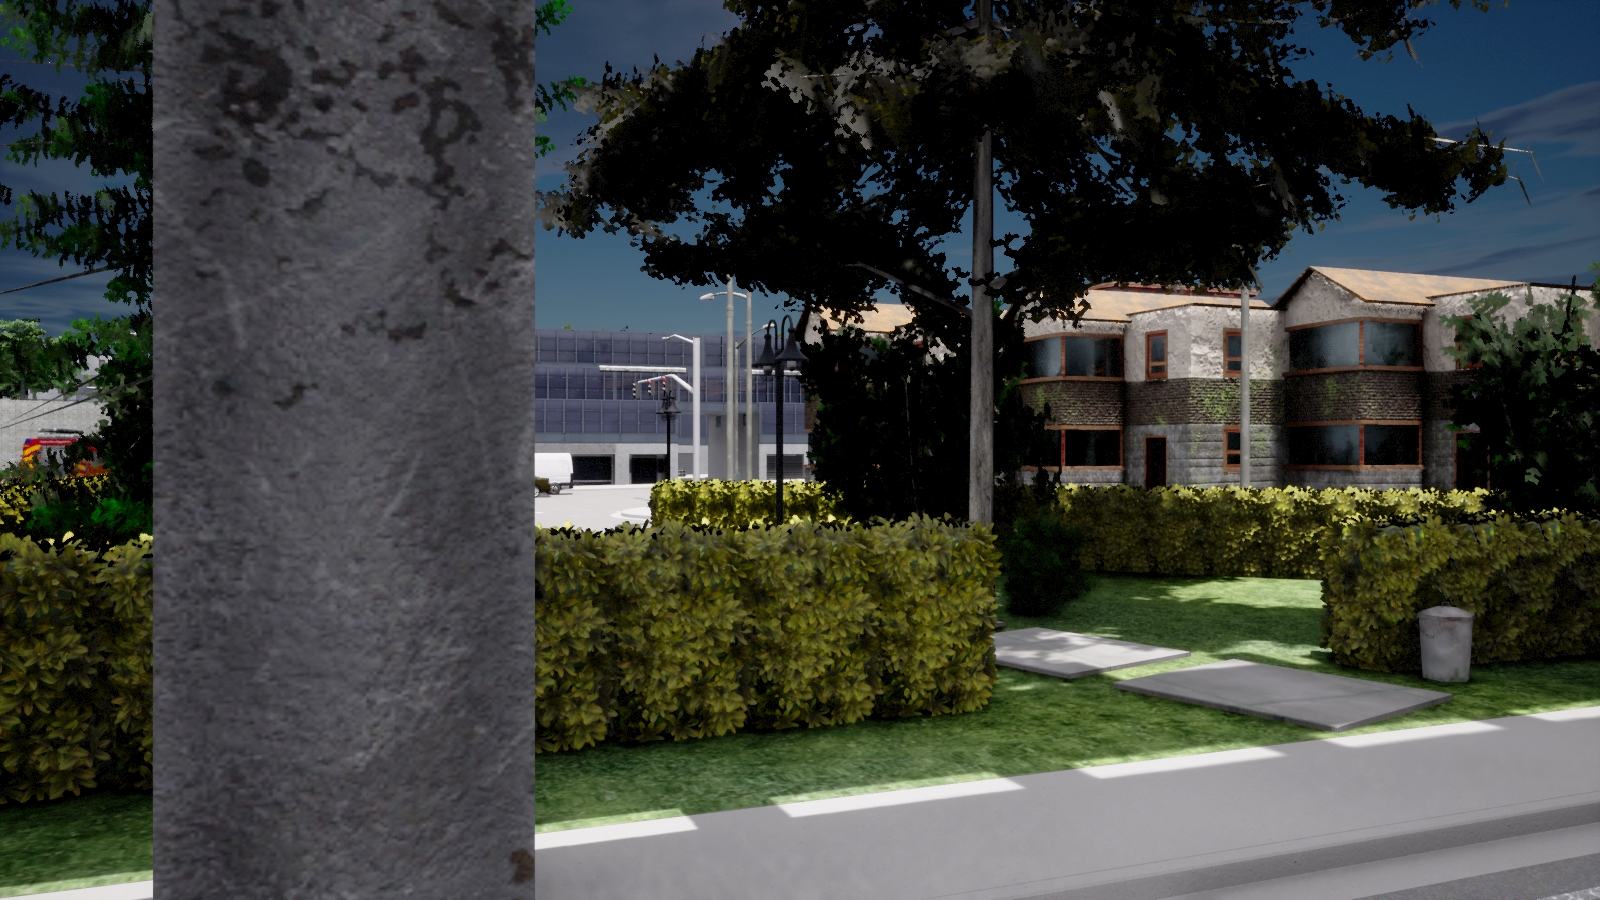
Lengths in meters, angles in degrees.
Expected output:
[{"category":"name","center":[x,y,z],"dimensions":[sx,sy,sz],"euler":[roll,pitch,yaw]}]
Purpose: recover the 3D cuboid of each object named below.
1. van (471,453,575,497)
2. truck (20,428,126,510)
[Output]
[{"category":"van","center":[-16.822,1.478,69.483],"dimensions":[5.915,2.561,1.988],"euler":[0,0,-21]},{"category":"truck","center":[-36.660,0.904,57.920],"dimensions":[2.891,3.827,8.468],"euler":[0,0,-21]}]
